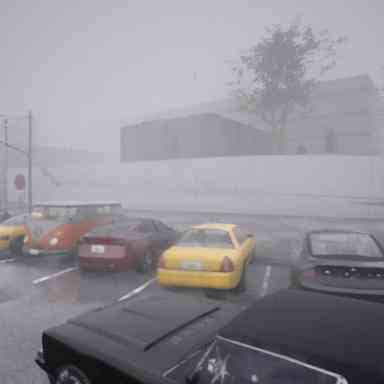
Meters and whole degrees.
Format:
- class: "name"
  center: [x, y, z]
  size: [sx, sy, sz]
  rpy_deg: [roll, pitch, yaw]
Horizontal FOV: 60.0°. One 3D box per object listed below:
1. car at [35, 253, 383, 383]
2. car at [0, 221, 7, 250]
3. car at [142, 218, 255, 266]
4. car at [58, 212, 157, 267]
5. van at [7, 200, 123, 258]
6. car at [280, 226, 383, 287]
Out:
- class: "car"
  center: [0.691, 1.603, 2.884]
  size: [4.718, 1.301, 1.895]
  rpy_deg: [0, 0, 35]
- class: "car"
  center: [-6.699, 1.527, 14.039]
  size: [1.946, 1.575, 5.366]
  rpy_deg: [0, -1, 15]
- class: "car"
  center: [0.682, 1.502, 9.207]
  size: [1.946, 1.575, 5.366]
  rpy_deg: [0, -1, 15]
- class: "car"
  center: [-1.790, 1.543, 10.786]
  size: [2.163, 1.488, 4.792]
  rpy_deg: [0, -1, 15]
- class: "van"
  center: [-4.251, 1.295, 12.377]
  size: [1.878, 1.987, 4.442]
  rpy_deg: [0, -1, 15]
- class: "car"
  center: [3.059, 1.496, 7.291]
  size: [2.231, 1.521, 4.892]
  rpy_deg: [0, -1, 15]
